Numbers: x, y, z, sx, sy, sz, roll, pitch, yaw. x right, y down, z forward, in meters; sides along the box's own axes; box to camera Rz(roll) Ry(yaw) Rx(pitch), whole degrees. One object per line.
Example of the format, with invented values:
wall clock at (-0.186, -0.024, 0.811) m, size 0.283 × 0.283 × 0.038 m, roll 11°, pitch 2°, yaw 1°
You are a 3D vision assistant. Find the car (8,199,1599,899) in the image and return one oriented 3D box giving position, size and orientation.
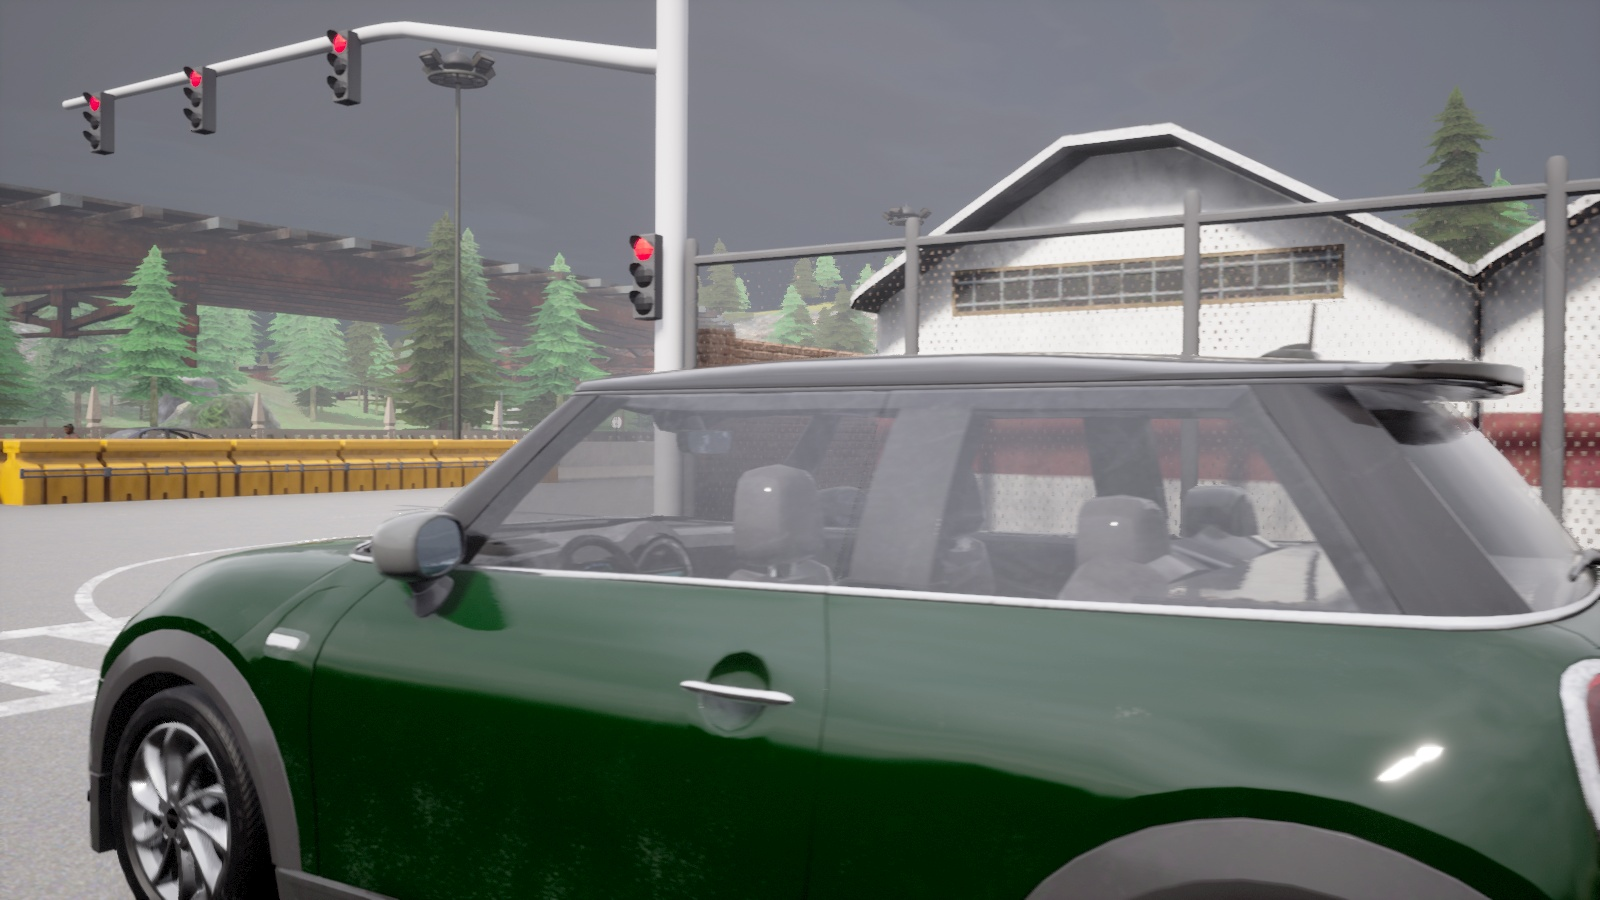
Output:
car at (-0.052, 0.543, 3.656) m, size 4.553 × 1.767 × 2.097 m, roll 0°, pitch 1°, yaw 34°

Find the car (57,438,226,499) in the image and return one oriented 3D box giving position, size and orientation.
car at (-18.114, 0.466, 34.697) m, size 1.789 × 1.549 × 3.705 m, roll 0°, pitch 1°, yaw 32°
